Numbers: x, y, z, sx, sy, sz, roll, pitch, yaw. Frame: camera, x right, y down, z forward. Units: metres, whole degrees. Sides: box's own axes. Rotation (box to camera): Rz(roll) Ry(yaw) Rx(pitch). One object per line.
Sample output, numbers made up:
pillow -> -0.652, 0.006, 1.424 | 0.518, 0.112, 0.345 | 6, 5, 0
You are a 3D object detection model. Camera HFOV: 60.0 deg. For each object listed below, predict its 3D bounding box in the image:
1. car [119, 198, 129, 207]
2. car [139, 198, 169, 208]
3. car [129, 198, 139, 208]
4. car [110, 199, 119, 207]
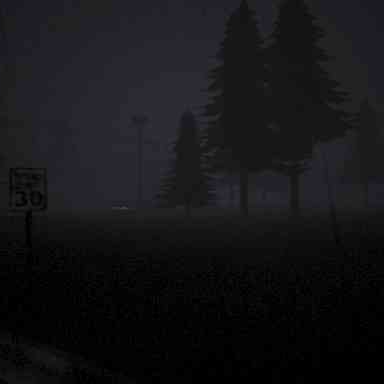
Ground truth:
car -> -9.098, 1.791, 53.771 | 4.181, 1.385, 1.994 | 0, 0, -44
car -> -5.066, 1.688, 49.551 | 1.837, 1.490, 4.892 | -1, -1, 43
car -> -6.717, 1.675, 51.205 | 5.008, 1.535, 1.882 | 0, 0, -44
car -> -11.527, 1.748, 56.290 | 4.902, 1.511, 2.128 | 0, 0, -44
